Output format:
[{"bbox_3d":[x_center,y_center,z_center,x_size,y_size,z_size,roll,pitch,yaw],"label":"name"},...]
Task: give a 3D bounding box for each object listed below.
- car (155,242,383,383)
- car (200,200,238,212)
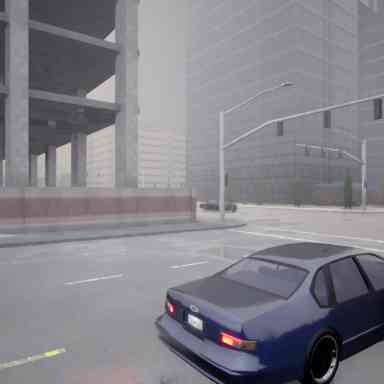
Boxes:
[{"bbox_3d":[2.091,1.547,5.281,5.357,1.411,2.033,0,0,-35],"label":"car"},{"bbox_3d":[2.994,1.601,37.401,1.895,1.301,4.718,0,0,-36],"label":"car"}]
